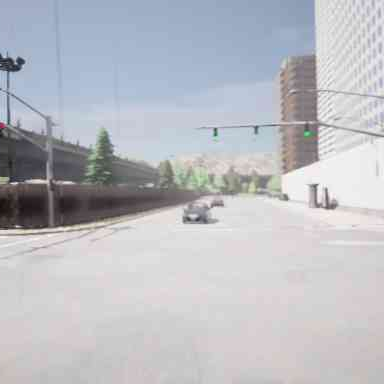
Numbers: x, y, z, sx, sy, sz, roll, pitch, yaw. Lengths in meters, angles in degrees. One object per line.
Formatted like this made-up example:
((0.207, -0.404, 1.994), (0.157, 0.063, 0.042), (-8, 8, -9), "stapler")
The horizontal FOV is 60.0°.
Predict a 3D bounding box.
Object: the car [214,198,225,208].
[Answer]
((3.979, 1.677, 51.093), (1.994, 1.385, 4.181), (-1, 0, 8), "car")

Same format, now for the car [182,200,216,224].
((0.424, 1.587, 25.643), (2.128, 1.511, 4.902), (-1, 0, 8), "car")
